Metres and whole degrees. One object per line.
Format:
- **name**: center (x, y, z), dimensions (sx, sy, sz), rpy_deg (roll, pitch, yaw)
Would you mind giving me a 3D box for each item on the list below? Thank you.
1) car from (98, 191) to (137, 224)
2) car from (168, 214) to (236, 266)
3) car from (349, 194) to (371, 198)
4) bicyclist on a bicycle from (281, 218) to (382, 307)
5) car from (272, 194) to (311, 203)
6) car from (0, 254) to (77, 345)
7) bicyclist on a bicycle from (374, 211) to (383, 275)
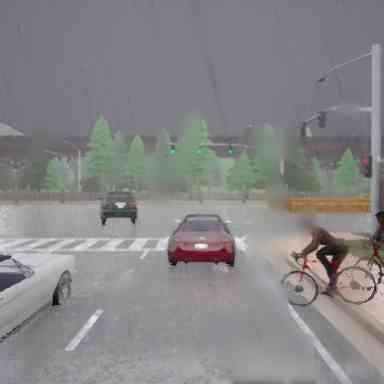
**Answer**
- **car**: center (-5.108, 0.947, 22.531), dimensions (2.150, 2.045, 5.566), rpy_deg (0, 1, -18)
- **car**: center (0.375, 1.427, 11.096), dimensions (1.994, 1.385, 4.181), rpy_deg (0, 1, 4)
- **car**: center (22.154, 0.953, 42.751), dimensions (5.008, 1.535, 1.882), rpy_deg (0, 1, -1)
- **bicyclist on a bicycle**: center (2.389, 1.289, 6.104), dimensions (1.656, 1.620, 0.582), rpy_deg (-10, -4, 20)
- **car**: center (12.751, 0.984, 42.600), dimensions (4.892, 1.490, 1.837), rpy_deg (0, 1, -1)
- **car**: center (-3.350, 1.541, 4.821), dimensions (1.895, 1.301, 4.718), rpy_deg (0, 1, 1)
- **bicyclist on a bicycle**: center (4.062, 1.216, 6.861), dimensions (1.656, 1.620, 0.582), rpy_deg (0, 1, -5)
